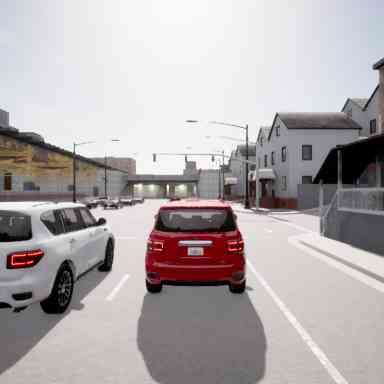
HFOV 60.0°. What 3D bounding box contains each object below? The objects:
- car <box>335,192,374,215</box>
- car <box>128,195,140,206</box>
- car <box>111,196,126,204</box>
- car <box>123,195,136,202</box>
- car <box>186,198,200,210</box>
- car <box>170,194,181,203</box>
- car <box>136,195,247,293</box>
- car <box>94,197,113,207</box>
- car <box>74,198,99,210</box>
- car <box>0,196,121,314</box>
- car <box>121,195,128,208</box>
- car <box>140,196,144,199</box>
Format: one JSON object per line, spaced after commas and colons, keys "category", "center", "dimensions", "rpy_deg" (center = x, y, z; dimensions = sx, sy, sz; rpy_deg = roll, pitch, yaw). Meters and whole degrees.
{"category": "car", "center": [14.901, 0.851, 28.716], "dimensions": [5.357, 1.411, 2.033], "rpy_deg": [-16, 0, -1]}
{"category": "car", "center": [-10.463, 1.547, 54.368], "dimensions": [2.033, 1.411, 5.357], "rpy_deg": [0, 0, 0]}
{"category": "car", "center": [-13.897, 1.505, 63.303], "dimensions": [1.837, 1.490, 4.892], "rpy_deg": [0, 0, 0]}
{"category": "car", "center": [-13.826, 1.493, 73.717], "dimensions": [1.837, 1.490, 4.892], "rpy_deg": [0, 0, 0]}
{"category": "car", "center": [0.146, 1.525, 44.124], "dimensions": [1.812, 1.442, 4.674], "rpy_deg": [0, 0, 1]}
{"category": "car", "center": [-3.337, 1.352, 69.139], "dimensions": [2.097, 1.767, 4.553], "rpy_deg": [0, 0, 0]}
{"category": "car", "center": [0.099, 1.221, 9.007], "dimensions": [2.150, 2.045, 5.566], "rpy_deg": [0, 0, 1]}
{"category": "car", "center": [-13.964, 1.526, 52.948], "dimensions": [1.812, 1.442, 4.674], "rpy_deg": [0, 0, 0]}
{"category": "car", "center": [-13.995, 1.564, 44.207], "dimensions": [1.994, 1.385, 4.181], "rpy_deg": [0, 0, 0]}
{"category": "car", "center": [-3.409, 1.221, 7.745], "dimensions": [2.150, 2.045, 5.566], "rpy_deg": [0, 0, 1]}
{"category": "car", "center": [-10.494, 1.491, 44.619], "dimensions": [2.128, 1.511, 4.902], "rpy_deg": [0, 0, 0]}
{"category": "car", "center": [-10.384, 1.547, 64.657], "dimensions": [2.033, 1.411, 5.357], "rpy_deg": [0, 0, 0]}
